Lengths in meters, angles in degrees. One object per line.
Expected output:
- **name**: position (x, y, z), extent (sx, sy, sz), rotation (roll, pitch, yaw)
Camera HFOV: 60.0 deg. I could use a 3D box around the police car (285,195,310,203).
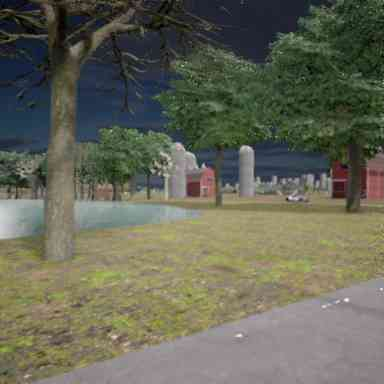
- **police car**: position (20.948, 1.350, 65.854), extent (2.038, 1.542, 4.974), rotation (1, -1, -35)
